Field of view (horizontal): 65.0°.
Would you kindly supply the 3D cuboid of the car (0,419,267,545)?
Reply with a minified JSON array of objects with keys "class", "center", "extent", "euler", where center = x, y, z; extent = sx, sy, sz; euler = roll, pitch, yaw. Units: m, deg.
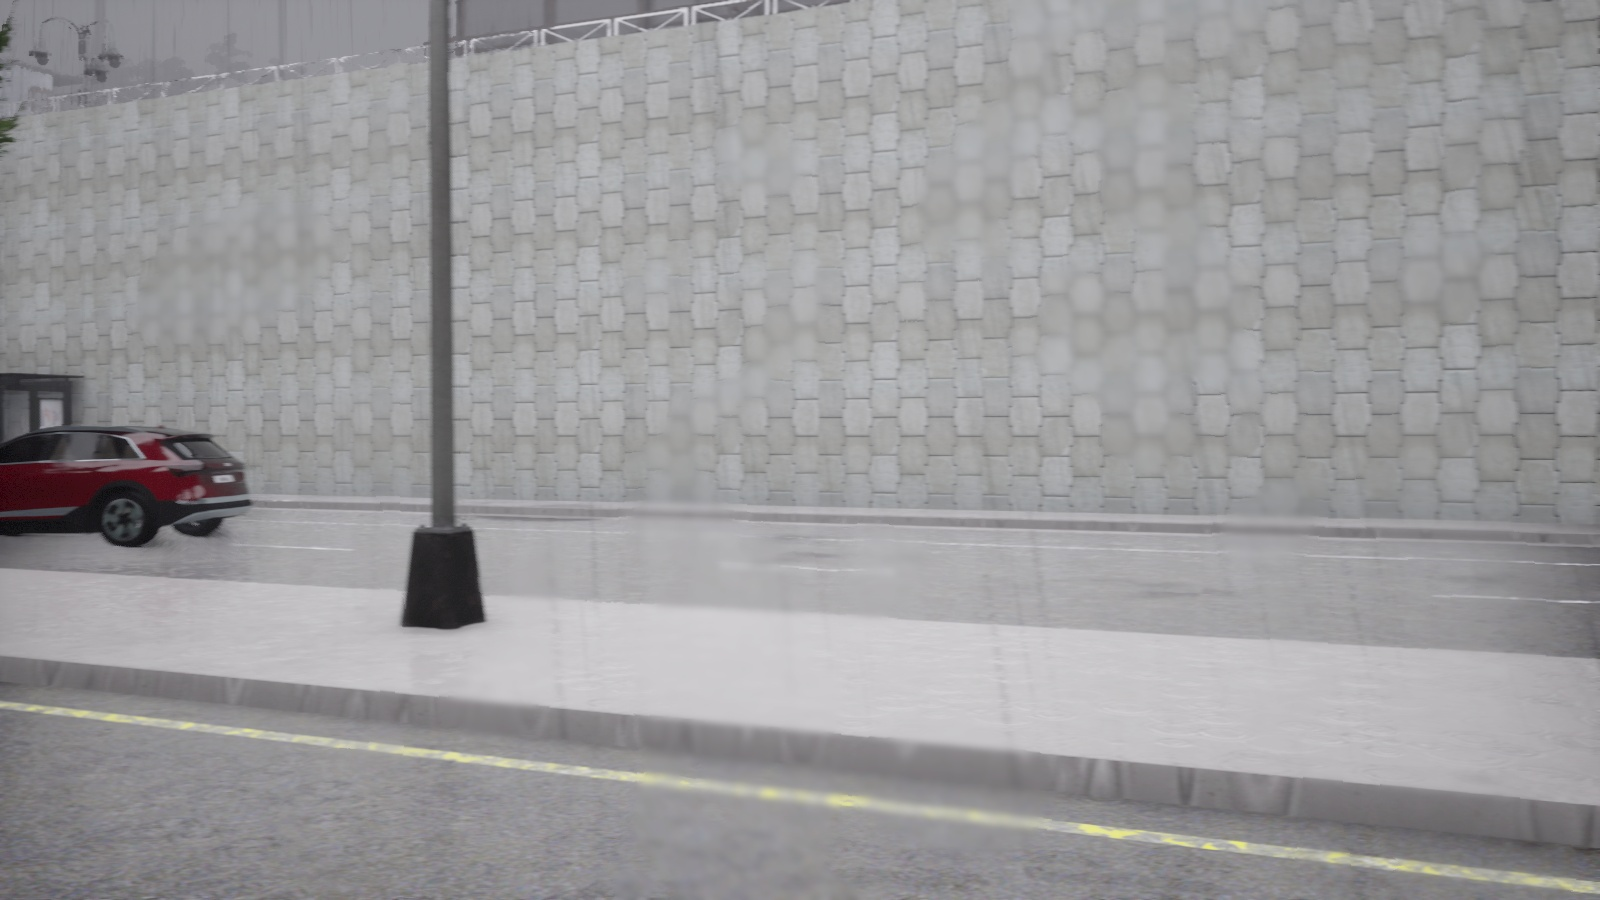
[{"class":"car","center":[-10.367,0.394,17.704],"extent":[4.856,1.649,2.033],"euler":[0,1,5]}]
